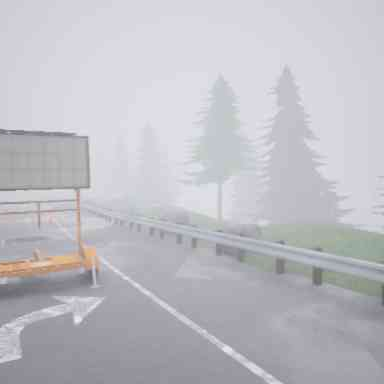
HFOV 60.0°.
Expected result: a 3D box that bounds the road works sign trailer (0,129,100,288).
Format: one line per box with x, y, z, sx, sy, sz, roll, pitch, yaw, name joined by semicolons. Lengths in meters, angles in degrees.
-3.720;0.347;8.049;2.380;3.560;2.880;-2;2;-29;road works sign trailer
